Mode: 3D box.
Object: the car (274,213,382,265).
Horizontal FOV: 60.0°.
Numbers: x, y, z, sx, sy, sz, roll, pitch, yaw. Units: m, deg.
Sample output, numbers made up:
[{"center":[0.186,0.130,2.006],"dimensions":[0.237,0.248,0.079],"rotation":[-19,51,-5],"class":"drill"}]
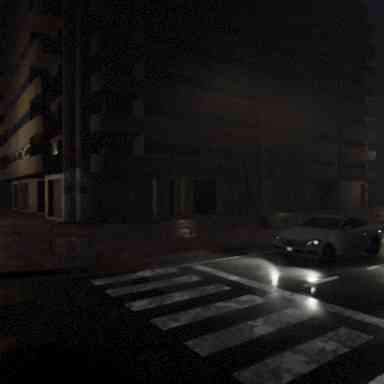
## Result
[{"center":[4.961,1.510,11.812],"dimensions":[4.674,1.442,1.812],"rotation":[0,0,-35],"class":"car"}]
